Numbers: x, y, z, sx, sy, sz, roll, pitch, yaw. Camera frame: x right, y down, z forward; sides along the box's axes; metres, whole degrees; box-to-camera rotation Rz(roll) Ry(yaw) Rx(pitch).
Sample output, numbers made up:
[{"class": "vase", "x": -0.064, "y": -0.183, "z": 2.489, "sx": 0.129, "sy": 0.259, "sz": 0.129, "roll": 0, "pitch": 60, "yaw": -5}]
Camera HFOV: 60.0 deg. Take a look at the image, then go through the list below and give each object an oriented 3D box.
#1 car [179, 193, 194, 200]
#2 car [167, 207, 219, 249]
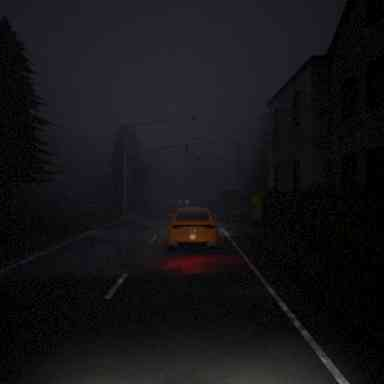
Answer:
[{"class": "car", "x": -1.004, "y": 0.993, "z": 69.254, "sx": 1.812, "sy": 1.442, "sz": 4.674, "roll": 0, "pitch": 0, "yaw": 21}, {"class": "car", "x": 0.050, "y": 1.370, "z": 13.906, "sx": 1.882, "sy": 1.535, "sz": 5.008, "roll": 0, "pitch": 0, "yaw": 1}]
